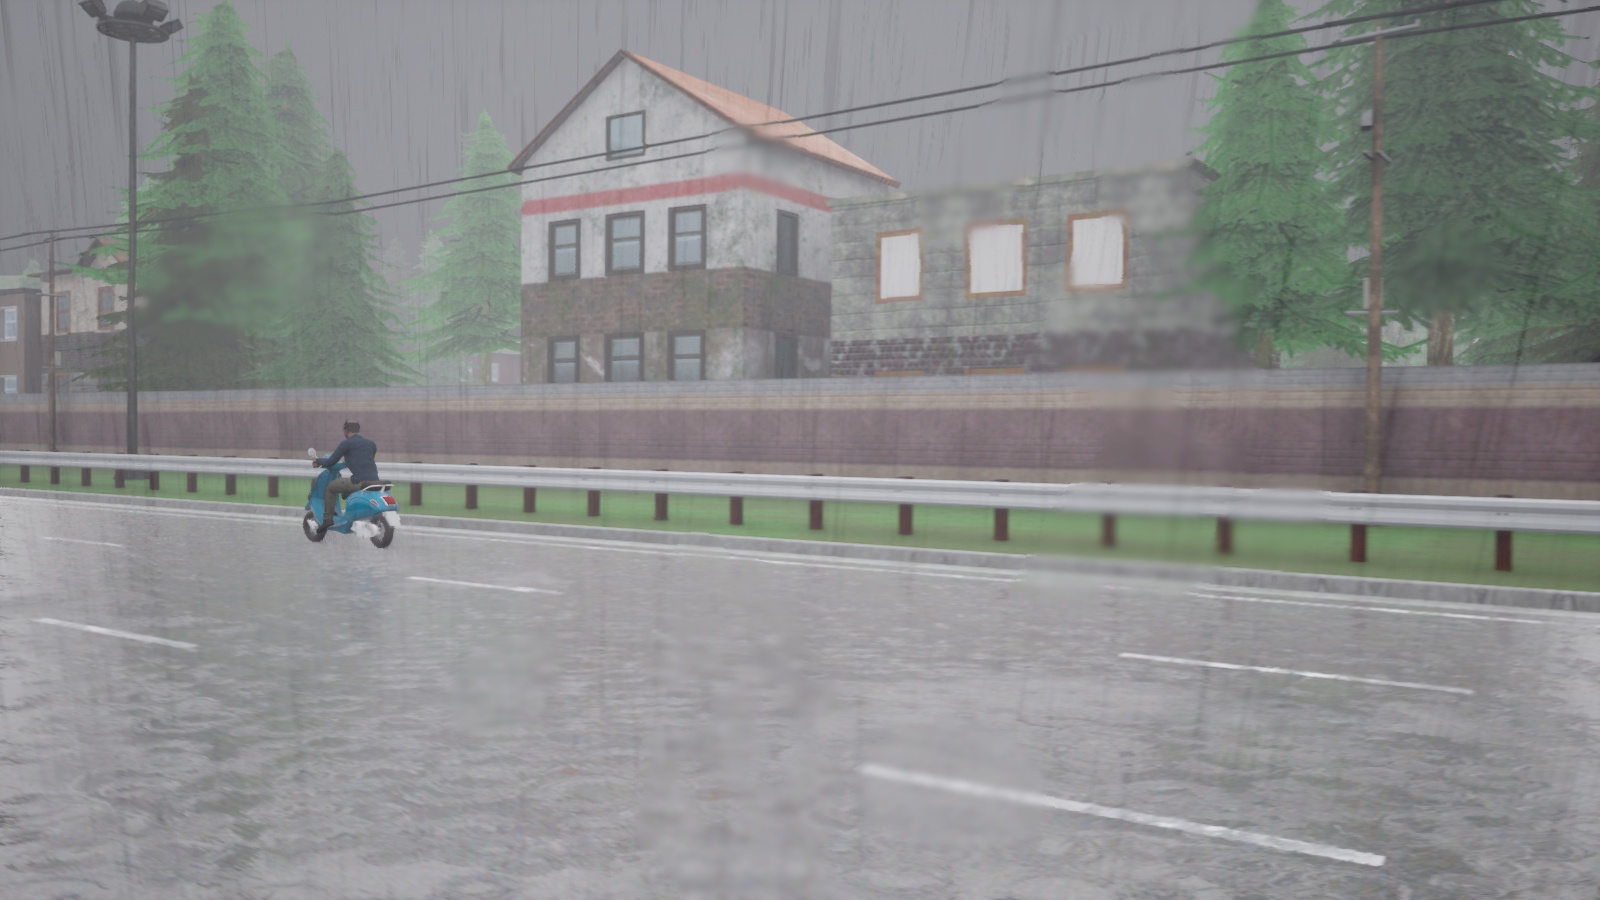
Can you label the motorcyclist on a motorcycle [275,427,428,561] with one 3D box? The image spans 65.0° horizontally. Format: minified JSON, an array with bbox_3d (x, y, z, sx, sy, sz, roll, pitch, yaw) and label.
[{"bbox_3d":[-5.643,0.521,15.775,1.817,1.590,0.866,0,1,34],"label":"motorcyclist on a motorcycle"}]
